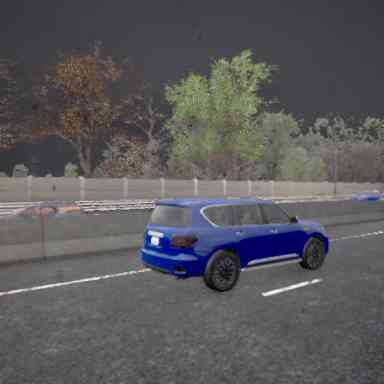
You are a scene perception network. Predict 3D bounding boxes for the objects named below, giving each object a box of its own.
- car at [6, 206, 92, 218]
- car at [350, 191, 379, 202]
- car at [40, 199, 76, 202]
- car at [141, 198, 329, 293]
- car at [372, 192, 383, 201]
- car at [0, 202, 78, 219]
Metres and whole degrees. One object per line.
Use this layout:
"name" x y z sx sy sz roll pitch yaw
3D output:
"car" -6.364 1.565 16.649 4.718 1.301 1.895 -1 0 -35
"car" 24.845 0.858 47.456 5.566 2.045 2.150 0 0 -35
"car" -9.860 1.311 22.751 4.553 1.767 2.097 -1 0 -35
"car" 1.353 1.169 9.014 5.566 2.045 2.150 -1 0 -35
"car" 26.535 1.145 44.370 4.892 1.490 1.837 0 0 -35
"car" -8.973 1.518 19.086 5.357 1.411 2.033 -1 0 -35
